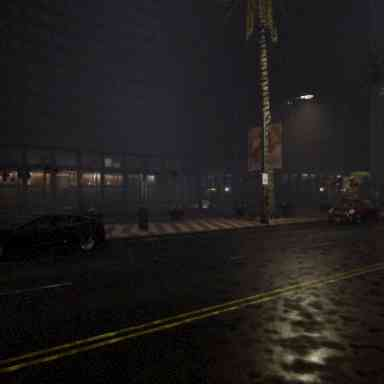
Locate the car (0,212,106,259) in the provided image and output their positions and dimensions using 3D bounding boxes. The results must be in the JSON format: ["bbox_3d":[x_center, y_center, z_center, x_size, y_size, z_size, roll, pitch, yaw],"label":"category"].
[{"bbox_3d":[-5.633,1.512,12.369,4.786,1.482,2.161,0,0,-36],"label":"car"}]

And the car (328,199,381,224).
[{"bbox_3d":[12.264,1.353,25.046,4.553,1.767,2.185,0,0,-36],"label":"car"}]
